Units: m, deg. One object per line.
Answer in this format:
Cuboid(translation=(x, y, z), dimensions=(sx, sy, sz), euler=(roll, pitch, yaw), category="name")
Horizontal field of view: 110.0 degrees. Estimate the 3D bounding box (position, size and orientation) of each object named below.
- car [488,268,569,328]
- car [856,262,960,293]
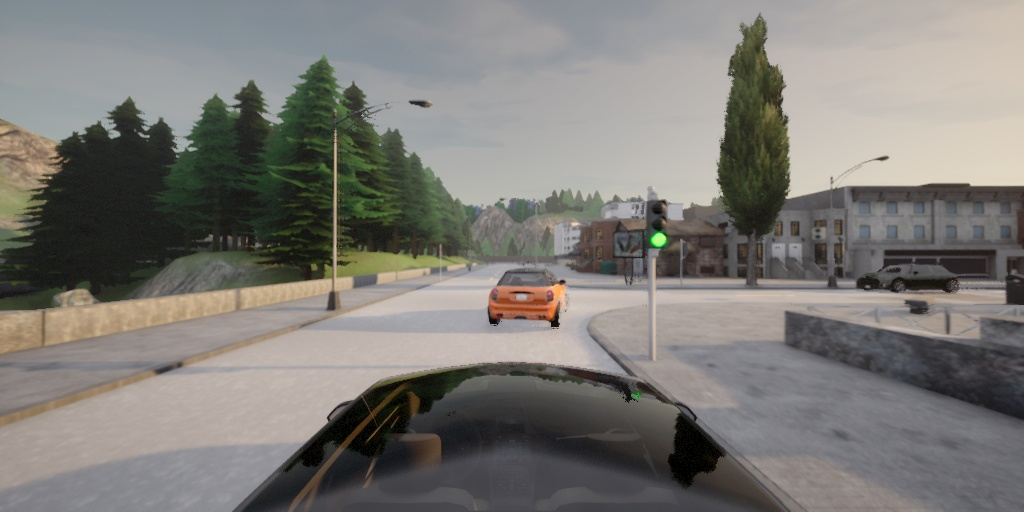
Cuboid(translation=(0.712, 1.184, 12.080), dimensions=(2.097, 1.767, 4.553), euler=(0, 0, 12), category="car")
Cuboid(translation=(23.523, 1.260, 21.465), dimensions=(4.553, 1.767, 2.097), euler=(0, 0, 0), category="car")
